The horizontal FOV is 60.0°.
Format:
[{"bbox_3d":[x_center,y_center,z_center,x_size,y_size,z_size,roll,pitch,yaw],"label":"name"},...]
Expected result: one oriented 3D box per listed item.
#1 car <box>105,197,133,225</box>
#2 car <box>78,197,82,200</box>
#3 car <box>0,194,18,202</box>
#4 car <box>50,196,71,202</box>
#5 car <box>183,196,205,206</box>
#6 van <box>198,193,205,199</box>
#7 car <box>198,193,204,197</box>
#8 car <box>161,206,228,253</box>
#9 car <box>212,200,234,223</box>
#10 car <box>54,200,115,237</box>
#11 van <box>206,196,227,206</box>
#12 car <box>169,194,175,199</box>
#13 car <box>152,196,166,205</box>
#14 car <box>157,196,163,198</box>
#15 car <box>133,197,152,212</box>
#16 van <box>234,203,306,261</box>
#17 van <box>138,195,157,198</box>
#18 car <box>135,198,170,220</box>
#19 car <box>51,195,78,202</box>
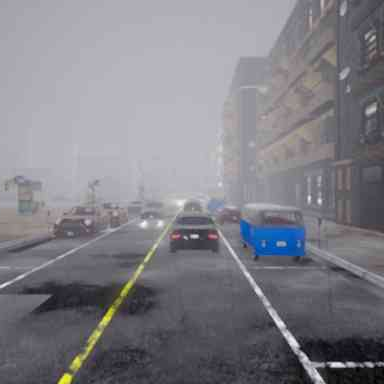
[{"bbox_3d":[-5.652,1.406,23.155,1.967,1.590,4.097,1,0,0],"label":"car"},{"bbox_3d":[-25.222,1.572,77.413,4.313,1.339,1.947,0,0,1],"label":"car"},{"bbox_3d":[-42.936,1.403,77.607,5.009,1.841,2.192,0,0,1],"label":"car"},{"bbox_3d":[-30.701,1.613,77.486,4.206,1.307,1.802,0,0,1],"label":"car"},{"bbox_3d":[0.088,1.469,34.876,1.812,1.442,4.674,0,0,0],"label":"car"},{"bbox_3d":[2.676,1.114,95.130,1.690,1.788,3.998,1,0,0],"label":"van"},{"bbox_3d":[2.675,1.343,89.552,2.008,1.369,4.403,1,0,0],"label":"car"},{"bbox_3d":[0.091,1.529,13.604,2.033,1.411,5.357,0,0,0],"label":"car"},{"bbox_3d":[2.694,1.511,23.190,1.887,1.381,4.507,1,0,0],"label":"car"},{"bbox_3d":[-5.656,1.416,17.508,1.967,1.590,4.097,1,0,0],"label":"car"},{"bbox_3d":[2.694,1.285,34.481,1.690,1.788,3.998,1,0,0],"label":"van"},{"bbox_3d":[-5.707,1.354,95.093,1.802,1.307,4.206,1,0,0],"label":"car"},{"bbox_3d":[-5.663,1.435,57.029,1.887,1.381,4.507,1,0,0],"label":"car"},{"bbox_3d":[-5.660,1.344,51.383,1.967,1.590,4.097,1,0,0],"label":"car"},{"bbox_3d":[-5.656,1.488,34.446,1.887,1.381,4.507,1,0,0],"label":"car"},{"bbox_3d":[2.700,1.326,11.895,1.690,1.788,3.998,1,0,0],"label":"van"},{"bbox_3d":[-5.655,1.272,40.091,1.690,1.788,3.998,1,0,0],"label":"van"},{"bbox_3d":[-3.108,1.504,28.013,2.033,1.411,5.357,0,0,0],"label":"car"},{"bbox_3d":[-26.397,1.348,68.790,4.097,1.590,1.967,0,0,1],"label":"car"}]
